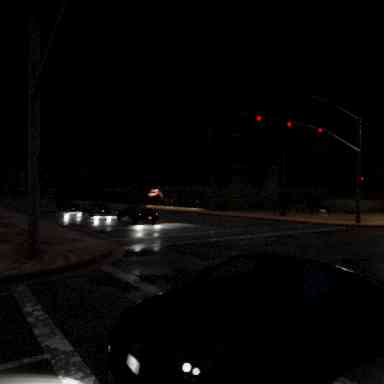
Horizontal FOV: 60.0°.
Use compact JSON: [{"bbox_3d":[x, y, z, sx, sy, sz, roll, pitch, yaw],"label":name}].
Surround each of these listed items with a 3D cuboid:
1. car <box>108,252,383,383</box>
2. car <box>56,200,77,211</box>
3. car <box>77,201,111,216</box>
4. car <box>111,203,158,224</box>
[{"bbox_3d":[1.036,1.585,4.540,4.181,1.385,1.994,0,0,-35],"label":"car"},{"bbox_3d":[-15.394,1.683,41.445,1.895,1.301,4.718,0,0,-35],"label":"car"},{"bbox_3d":[-9.580,1.643,33.219,1.994,1.385,4.181,0,0,-35],"label":"car"},{"bbox_3d":[-4.371,1.601,25.887,1.812,1.442,4.674,0,0,-35],"label":"car"}]
